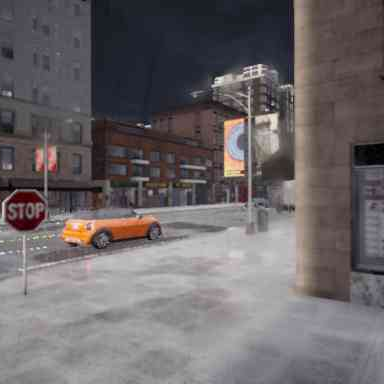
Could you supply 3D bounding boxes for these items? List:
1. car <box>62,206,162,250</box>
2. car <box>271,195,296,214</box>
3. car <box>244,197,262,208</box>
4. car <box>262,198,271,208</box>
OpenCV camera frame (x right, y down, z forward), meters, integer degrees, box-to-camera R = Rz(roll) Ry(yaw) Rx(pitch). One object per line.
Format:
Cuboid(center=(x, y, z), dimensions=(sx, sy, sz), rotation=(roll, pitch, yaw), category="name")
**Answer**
Cuboid(center=(-3.429, 1.421, 15.079), dimensions=(2.097, 1.767, 4.553), rotation=(0, 0, 36), category="car")
Cuboid(center=(10.587, 1.256, 34.664), dimensions=(2.150, 2.045, 5.566), rotation=(0, 0, 36), category="car")
Cuboid(center=(9.570, 1.565, 49.992), dimensions=(2.128, 1.511, 4.902), rotation=(0, 0, 36), category="car")
Cuboid(center=(12.213, 1.618, 48.101), dimensions=(1.994, 1.385, 4.181), rotation=(0, 0, 36), category="car")
